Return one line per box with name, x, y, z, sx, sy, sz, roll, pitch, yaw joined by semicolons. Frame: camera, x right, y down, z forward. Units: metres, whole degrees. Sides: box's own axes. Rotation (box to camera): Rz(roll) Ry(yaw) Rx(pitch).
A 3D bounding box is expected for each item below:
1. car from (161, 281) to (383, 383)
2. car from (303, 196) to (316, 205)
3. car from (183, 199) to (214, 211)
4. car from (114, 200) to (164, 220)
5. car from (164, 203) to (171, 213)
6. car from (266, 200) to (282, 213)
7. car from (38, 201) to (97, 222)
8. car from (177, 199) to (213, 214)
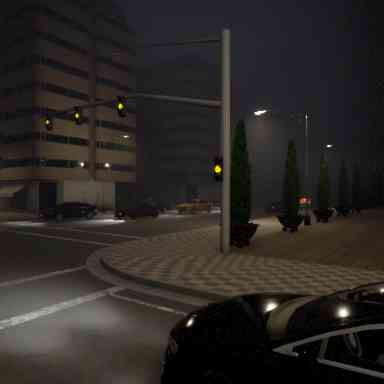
car;1.928;1.492;2.598;4.902;1.511;2.128;0;0;36
car;20.317;1.407;58.463;2.097;1.767;4.553;0;0;32
car;0.940;1.619;43.107;1.994;1.385;4.181;0;0;36
car;-4.757;1.619;29.005;1.994;1.385;4.181;0;0;35
car;-4.511;1.603;35.418;2.033;1.411;5.357;0;0;35
car;9.811;1.619;37.149;1.994;1.385;4.181;0;0;35
car;-10.132;1.560;27.461;1.837;1.490;4.892;0;0;35
car;0.394;1.533;36.293;1.882;1.535;5.008;0;0;35
